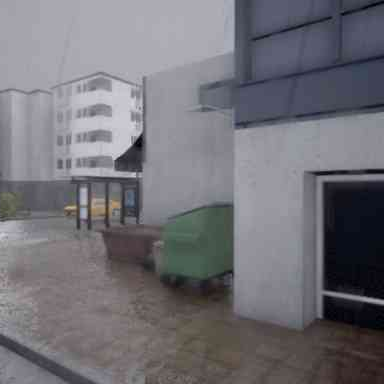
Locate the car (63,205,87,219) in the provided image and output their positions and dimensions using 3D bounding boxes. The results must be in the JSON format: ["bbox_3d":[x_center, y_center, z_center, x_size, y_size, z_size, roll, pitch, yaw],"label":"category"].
[{"bbox_3d":[-7.696,1.276,26.191,1.882,1.535,5.008,0,0,36],"label":"car"}]
